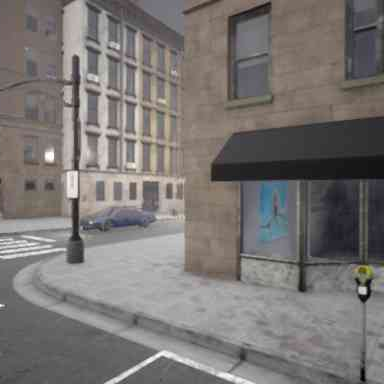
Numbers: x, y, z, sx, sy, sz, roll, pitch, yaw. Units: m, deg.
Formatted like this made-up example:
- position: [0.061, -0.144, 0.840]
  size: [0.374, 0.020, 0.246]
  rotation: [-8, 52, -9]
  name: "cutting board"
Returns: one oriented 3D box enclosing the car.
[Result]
- position: [-4.434, 1.532, 19.997]
  size: [2.033, 1.411, 5.357]
  rotation: [0, 0, 35]
  name: "car"
